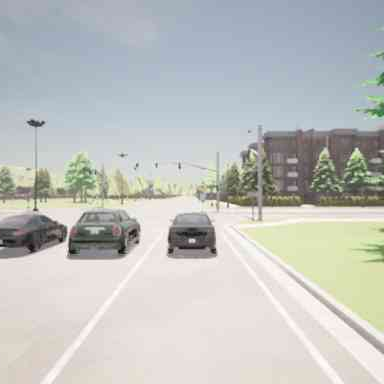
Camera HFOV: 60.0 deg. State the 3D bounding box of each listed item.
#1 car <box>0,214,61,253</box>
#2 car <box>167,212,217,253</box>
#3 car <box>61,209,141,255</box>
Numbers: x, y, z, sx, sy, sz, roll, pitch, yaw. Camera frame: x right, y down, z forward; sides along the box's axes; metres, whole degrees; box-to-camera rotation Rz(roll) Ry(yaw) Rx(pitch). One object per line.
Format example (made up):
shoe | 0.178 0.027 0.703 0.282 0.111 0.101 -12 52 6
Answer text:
car | -6.990 1.666 14.373 1.812 1.442 4.674 0 0 0
car | 0.011 1.619 14.469 1.882 1.535 5.008 0 0 0
car | -3.493 1.487 14.073 2.097 1.767 4.553 0 -1 0
